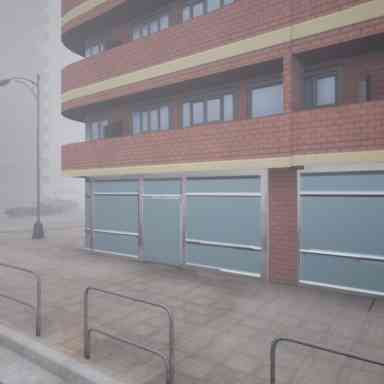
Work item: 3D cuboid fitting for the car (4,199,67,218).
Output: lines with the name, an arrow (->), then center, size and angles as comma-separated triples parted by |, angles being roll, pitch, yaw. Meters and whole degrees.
car -> -14.135, 1.601, 29.923 | 1.895, 1.301, 4.718 | 0, 0, 36

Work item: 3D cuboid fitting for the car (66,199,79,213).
car -> -14.419, 1.505, 35.459 | 1.837, 1.490, 4.892 | 0, 0, 36
